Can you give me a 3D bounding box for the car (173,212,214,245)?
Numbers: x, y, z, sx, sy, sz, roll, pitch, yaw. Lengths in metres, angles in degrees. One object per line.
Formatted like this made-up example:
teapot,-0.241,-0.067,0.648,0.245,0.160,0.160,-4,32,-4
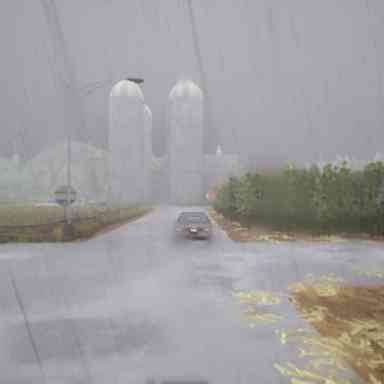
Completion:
car,0.067,1.715,16.438,2.033,1.411,5.357,0,-1,0
